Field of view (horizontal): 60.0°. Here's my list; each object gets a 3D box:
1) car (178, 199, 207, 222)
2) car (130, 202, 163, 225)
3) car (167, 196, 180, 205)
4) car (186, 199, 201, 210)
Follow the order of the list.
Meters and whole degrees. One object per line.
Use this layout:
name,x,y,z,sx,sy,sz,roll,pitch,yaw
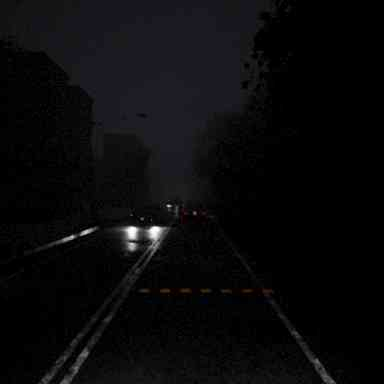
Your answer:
car,0.213,1.557,26.138,2.033,1.411,5.357,0,0,0
car,-3.198,1.516,23.955,1.837,1.490,4.892,0,-1,1
car,-3.131,1.431,57.920,1.837,1.490,4.892,0,0,1
car,0.243,1.574,44.395,1.895,1.301,4.718,0,0,1
